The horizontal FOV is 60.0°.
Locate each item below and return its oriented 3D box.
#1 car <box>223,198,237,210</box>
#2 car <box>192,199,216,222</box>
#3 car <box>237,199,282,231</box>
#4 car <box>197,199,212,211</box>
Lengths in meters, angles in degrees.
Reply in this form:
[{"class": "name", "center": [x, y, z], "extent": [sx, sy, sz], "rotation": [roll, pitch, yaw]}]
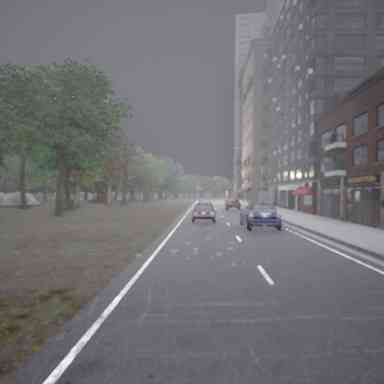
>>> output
[{"class": "car", "center": [5.149, 1.536, 42.446], "extent": [1.837, 1.490, 4.892], "rotation": [1, 0, 2]}, {"class": "car", "center": [0.950, 1.576, 26.382], "extent": [2.033, 1.411, 5.357], "rotation": [1, 0, 3]}, {"class": "car", "center": [4.367, 1.436, 21.675], "extent": [2.097, 1.767, 4.553], "rotation": [1, 0, 2]}, {"class": "car", "center": [1.607, 1.586, 42.307], "extent": [1.895, 1.301, 4.718], "rotation": [1, 0, 3]}]
